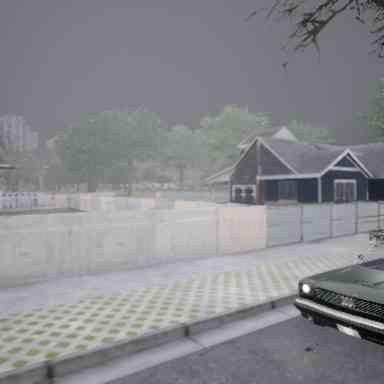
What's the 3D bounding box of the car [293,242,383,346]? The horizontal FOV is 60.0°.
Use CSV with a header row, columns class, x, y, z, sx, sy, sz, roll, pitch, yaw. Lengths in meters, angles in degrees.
class,x,y,z,sx,sy,sz,roll,pitch,yaw
car,3.936,1.578,5.806,4.718,1.301,1.895,0,0,-35
